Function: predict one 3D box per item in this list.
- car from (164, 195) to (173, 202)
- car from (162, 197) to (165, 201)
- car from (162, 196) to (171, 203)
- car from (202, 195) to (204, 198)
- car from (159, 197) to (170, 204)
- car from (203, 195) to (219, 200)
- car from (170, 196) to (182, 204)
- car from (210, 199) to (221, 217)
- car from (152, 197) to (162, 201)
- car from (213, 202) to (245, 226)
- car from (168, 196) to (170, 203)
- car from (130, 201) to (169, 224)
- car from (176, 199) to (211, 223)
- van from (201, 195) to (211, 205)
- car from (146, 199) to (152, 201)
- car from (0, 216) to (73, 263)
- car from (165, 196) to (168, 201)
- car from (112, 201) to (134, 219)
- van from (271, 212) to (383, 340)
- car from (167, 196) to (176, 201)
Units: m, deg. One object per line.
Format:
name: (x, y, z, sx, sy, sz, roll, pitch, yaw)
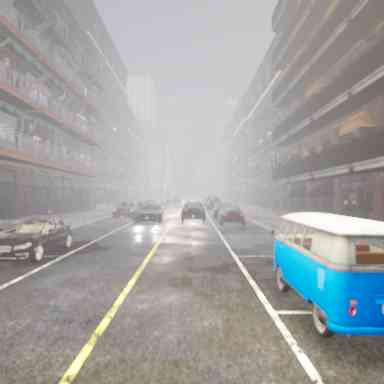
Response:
car: (-5.641, 1.567, 80.175, 1.967, 1.590, 4.097, 1, 0, 0)
car: (-5.643, 1.601, 51.580, 1.752, 1.417, 4.829, 1, 0, 0)
car: (-5.643, 1.641, 74.319, 1.752, 1.417, 4.829, 1, 0, 0)
car: (2.708, 1.382, 46.126, 2.192, 1.841, 5.009, 1, 0, 0)
car: (-5.643, 1.672, 68.805, 1.947, 1.339, 4.313, 1, 0, 0)
car: (2.706, 1.498, 40.442, 1.967, 1.590, 4.097, 1, 0, 0)
car: (-3.005, 1.636, 66.611, 1.837, 1.490, 4.892, 0, 1, 0)
car: (2.704, 1.607, 29.072, 1.947, 1.339, 4.313, 1, 0, 0)
car: (-5.643, 1.612, 46.066, 1.887, 1.381, 4.507, 1, 0, 0)
car: (2.704, 1.614, 23.387, 1.802, 1.307, 4.206, 1, 0, 0)
car: (-5.643, 1.621, 62.950, 1.752, 1.417, 4.829, 1, 0, 0)
car: (-3.097, 1.598, 24.806, 1.994, 1.385, 4.181, 0, 0, 0)
car: (0.100, 1.527, 26.165, 2.128, 1.511, 4.902, 0, 0, 0)
van: (2.707, 1.437, 63.181, 1.690, 1.788, 3.998, 1, 0, 0)
car: (-5.643, 1.615, 34.697, 1.947, 1.339, 4.313, 1, 0, 0)
car: (-5.666, 1.567, 11.958, 2.008, 1.369, 4.403, 1, 0, 0)
car: (-5.643, 1.631, 57.436, 1.887, 1.381, 4.507, 1, 0, 0)
car: (-5.641, 1.481, 29.012, 1.967, 1.590, 4.097, 1, 0, 0)
van: (2.708, 1.350, 6.334, 1.690, 1.788, 3.998, 1, 0, 0)
car: (-5.643, 1.700, 91.543, 2.008, 1.369, 4.403, 1, 0, 0)
